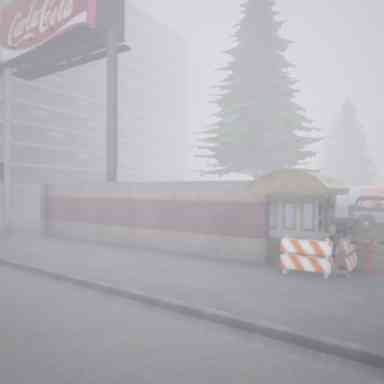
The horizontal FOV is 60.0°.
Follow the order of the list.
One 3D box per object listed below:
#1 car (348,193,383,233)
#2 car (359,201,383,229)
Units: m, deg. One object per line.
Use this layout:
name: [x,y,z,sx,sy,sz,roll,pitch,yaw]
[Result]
car: [10.118,1.142,17.025,3.866,1.878,1.905,0,0,35]
car: [12.055,1.334,19.084,4.193,1.474,1.816,0,0,35]
